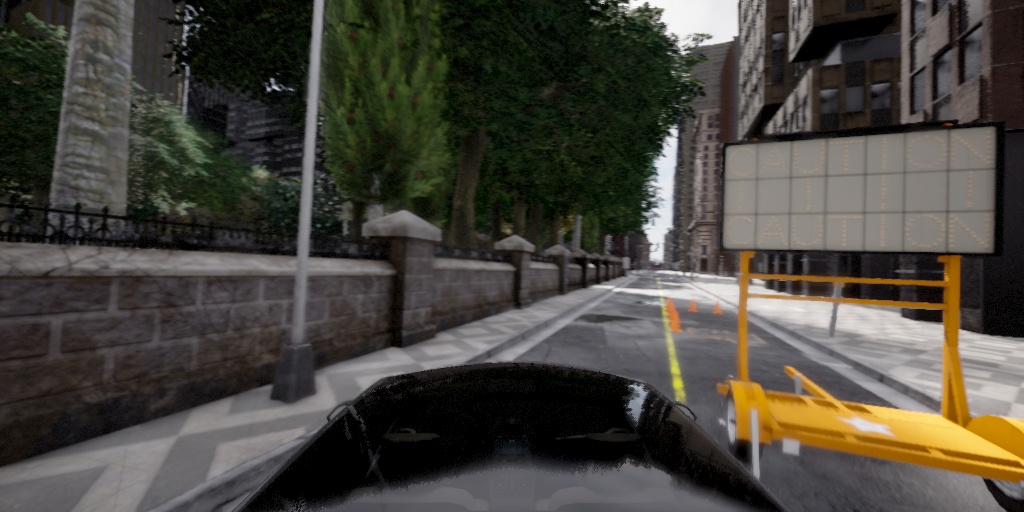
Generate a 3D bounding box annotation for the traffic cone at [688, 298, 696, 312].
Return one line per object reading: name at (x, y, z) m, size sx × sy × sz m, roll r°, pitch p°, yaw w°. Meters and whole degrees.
traffic cone at (8.198, 2.203, 16.284) m, size 0.340 × 0.580 × 0.340 m, roll 0°, pitch 0°, yaw 22°

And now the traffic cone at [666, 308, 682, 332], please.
traffic cone at (5.045, 2.016, 11.085) m, size 0.340 × 0.580 × 0.340 m, roll 0°, pitch 0°, yaw 22°

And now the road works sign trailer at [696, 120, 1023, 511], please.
road works sign trailer at (3.633, 0.377, 4.112) m, size 2.380 × 3.560 × 2.880 m, roll 0°, pitch 0°, yaw 22°

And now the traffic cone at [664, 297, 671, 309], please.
traffic cone at (6.528, 2.122, 14.799) m, size 0.340 × 0.580 × 0.340 m, roll 0°, pitch 0°, yaw 22°

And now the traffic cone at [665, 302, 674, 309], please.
traffic cone at (5.787, 2.069, 12.942) m, size 0.340 × 0.580 × 0.340 m, roll 0°, pitch 0°, yaw 22°
